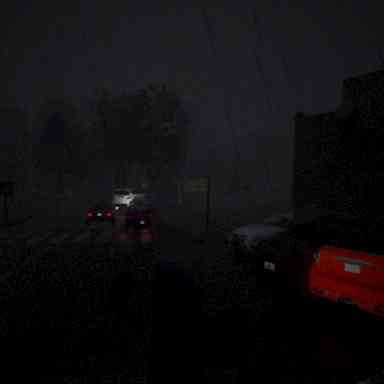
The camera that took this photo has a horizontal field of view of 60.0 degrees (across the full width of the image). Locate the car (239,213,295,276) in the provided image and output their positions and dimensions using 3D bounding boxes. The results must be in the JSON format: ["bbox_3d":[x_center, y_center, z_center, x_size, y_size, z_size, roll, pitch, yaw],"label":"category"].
[{"bbox_3d":[4.032,1.510,9.657,4.792,1.488,2.163,1,0,-31],"label":"car"}]

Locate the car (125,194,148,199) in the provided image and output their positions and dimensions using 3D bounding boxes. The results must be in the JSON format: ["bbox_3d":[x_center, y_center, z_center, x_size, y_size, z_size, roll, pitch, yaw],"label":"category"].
[{"bbox_3d":[-4.539,1.233,29.319,1.812,1.442,4.674,1,2,-5],"label":"car"}]

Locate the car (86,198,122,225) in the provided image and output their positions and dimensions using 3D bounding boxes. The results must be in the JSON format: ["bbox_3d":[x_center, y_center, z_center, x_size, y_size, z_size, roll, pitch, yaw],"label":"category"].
[{"bbox_3d":[-6.259,1.421,23.358,2.033,1.411,5.357,0,1,-10],"label":"car"}]

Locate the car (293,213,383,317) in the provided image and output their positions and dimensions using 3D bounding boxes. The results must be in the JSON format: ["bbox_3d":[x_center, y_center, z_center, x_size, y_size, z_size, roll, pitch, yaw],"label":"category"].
[{"bbox_3d":[4.570,1.362,6.762,4.553,1.767,2.185,1,0,-30],"label":"car"}]

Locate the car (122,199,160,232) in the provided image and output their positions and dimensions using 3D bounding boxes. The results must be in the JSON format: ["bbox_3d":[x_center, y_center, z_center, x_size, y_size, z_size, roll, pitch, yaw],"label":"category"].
[{"bbox_3d":[-3.026,1.427,19.741,1.882,1.535,5.008,0,0,-11],"label":"car"}]

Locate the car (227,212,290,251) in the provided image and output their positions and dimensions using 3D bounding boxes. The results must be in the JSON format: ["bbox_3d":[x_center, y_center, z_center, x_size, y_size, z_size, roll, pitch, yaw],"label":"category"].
[{"bbox_3d":[3.516,1.514,12.575,4.674,1.452,2.002,1,0,-31],"label":"car"}]

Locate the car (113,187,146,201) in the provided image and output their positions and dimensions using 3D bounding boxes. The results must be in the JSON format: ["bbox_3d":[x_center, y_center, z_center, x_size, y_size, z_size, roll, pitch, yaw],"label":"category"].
[{"bbox_3d":[-6.701,0.508,36.682,2.150,2.045,5.566,2,5,13],"label":"car"}]
